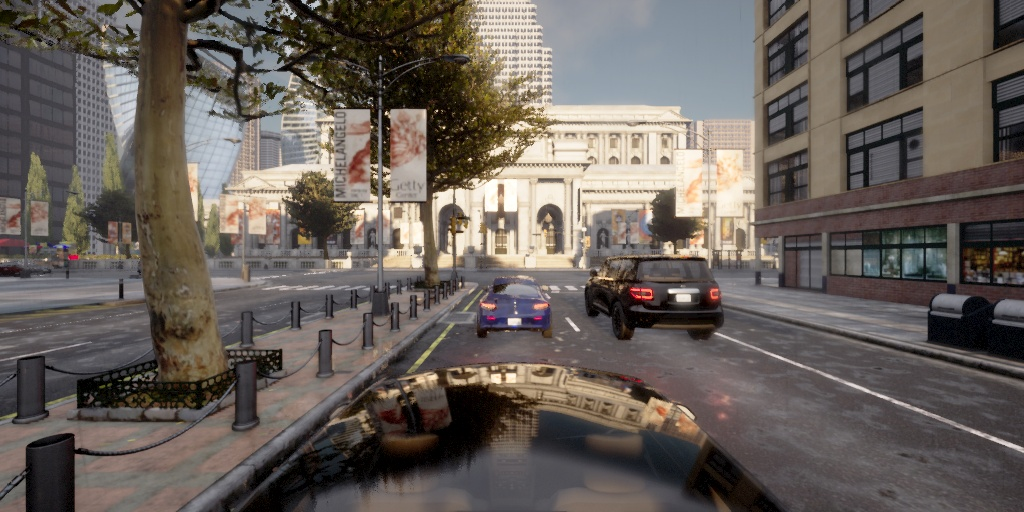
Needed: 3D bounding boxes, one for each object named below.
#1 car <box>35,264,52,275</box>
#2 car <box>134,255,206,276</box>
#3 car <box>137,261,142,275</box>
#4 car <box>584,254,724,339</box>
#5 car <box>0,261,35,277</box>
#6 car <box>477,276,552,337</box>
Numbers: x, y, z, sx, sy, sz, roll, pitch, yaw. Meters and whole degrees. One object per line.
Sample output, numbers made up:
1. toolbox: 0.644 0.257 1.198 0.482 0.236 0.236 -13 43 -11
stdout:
1. car: -51.257 1.275 37.406 4.674 1.442 1.812 0 0 -5
2. car: -35.880 0.971 37.722 5.566 2.045 2.150 0 0 0
3. car: -32.706 1.241 34.204 4.902 1.511 2.128 0 0 0
4. car: 3.582 0.971 10.160 2.150 2.045 5.566 0 0 0
5. car: -49.397 1.350 34.113 4.718 1.301 1.895 0 0 -3
6. car: 0.076 1.276 10.150 1.812 1.442 4.674 0 0 0
